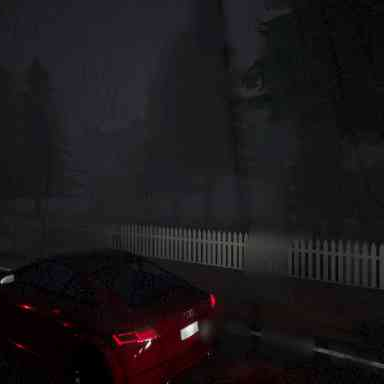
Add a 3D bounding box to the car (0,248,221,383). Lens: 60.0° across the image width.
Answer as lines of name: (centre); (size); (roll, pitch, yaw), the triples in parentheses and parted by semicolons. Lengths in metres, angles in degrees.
car: (-1.675, 1.564, 4.975); (4.181, 1.385, 1.994); (0, 0, 35)
